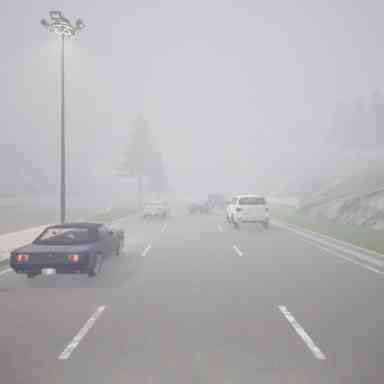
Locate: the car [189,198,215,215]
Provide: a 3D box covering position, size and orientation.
[{"bbox_3d":[0.955,1.601,34.438,1.895,1.301,4.718,0,0,9],"label":"car"}]

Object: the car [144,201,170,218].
[{"bbox_3d":[-3.126,1.525,29.793,1.812,1.442,4.674,0,0,3],"label":"car"}]

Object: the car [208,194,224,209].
[{"bbox_3d":[3.434,1.221,44.494,2.150,2.045,5.566,0,0,16],"label":"car"}]

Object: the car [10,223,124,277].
[{"bbox_3d":[-3.397,1.601,10.156,1.895,1.301,4.718,0,0,0],"label":"car"}]

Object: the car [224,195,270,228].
[{"bbox_3d":[3.626,1.221,22.111,2.150,2.045,5.566,0,0,0],"label":"car"}]

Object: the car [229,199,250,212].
[{"bbox_3d":[5.706,1.601,39.752,1.895,1.301,4.718,0,0,15],"label":"car"}]
